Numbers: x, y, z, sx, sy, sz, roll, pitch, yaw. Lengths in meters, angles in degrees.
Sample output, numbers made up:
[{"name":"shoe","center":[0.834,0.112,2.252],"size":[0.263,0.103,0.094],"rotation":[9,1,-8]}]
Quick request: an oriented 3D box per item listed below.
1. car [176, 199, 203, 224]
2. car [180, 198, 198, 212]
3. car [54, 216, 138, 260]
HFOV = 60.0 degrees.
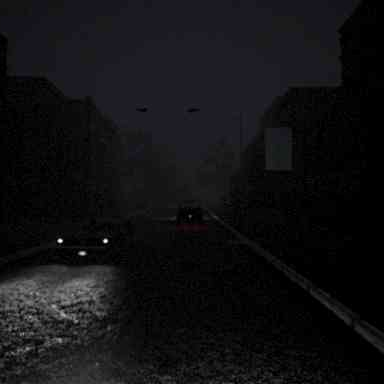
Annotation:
[{"name":"car","center":[-0.169,1.526,25.116],"size":[1.882,1.535,5.008],"rotation":[0,-1,-1]},{"name":"car","center":[-0.375,1.535,41.919],"size":[2.033,1.411,5.357],"rotation":[0,1,-1]},{"name":"car","center":[-3.382,1.626,12.625],"size":[1.895,1.301,4.718],"rotation":[0,0,2]}]
